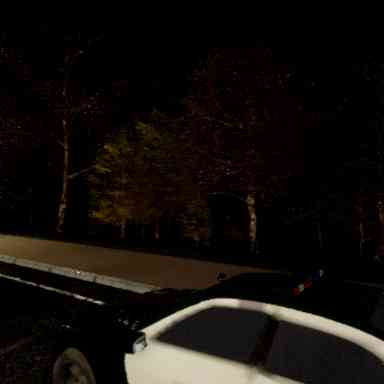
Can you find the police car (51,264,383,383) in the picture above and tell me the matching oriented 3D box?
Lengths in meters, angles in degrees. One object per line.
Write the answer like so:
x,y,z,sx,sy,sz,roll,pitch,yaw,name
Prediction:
0.627,1.518,3.114,4.974,1.542,2.038,-1,0,35,police car
